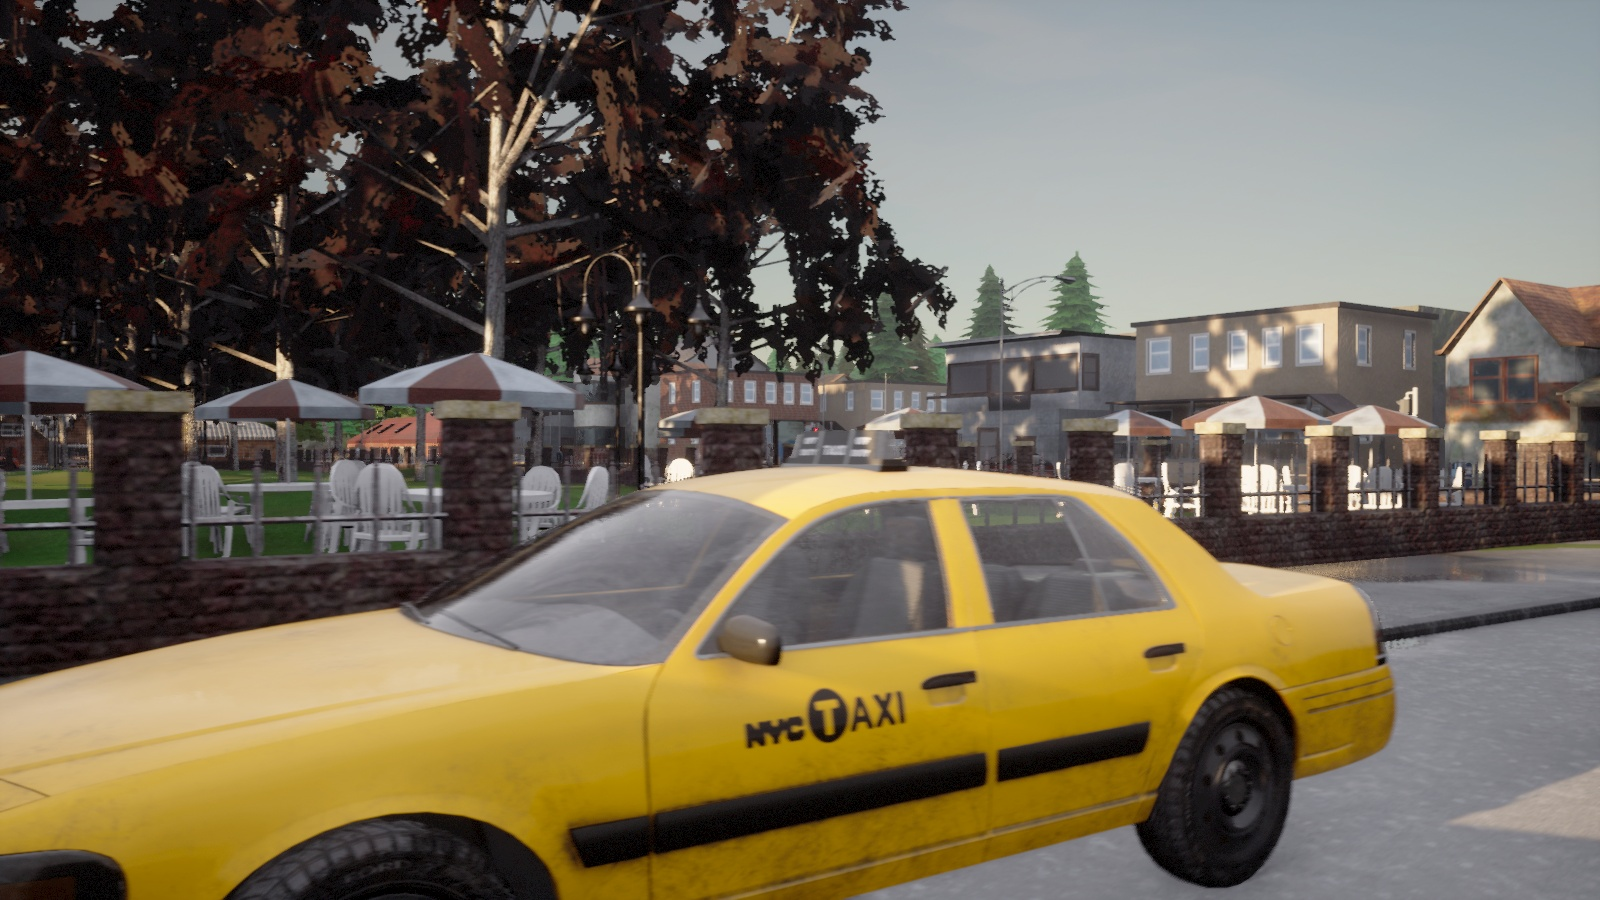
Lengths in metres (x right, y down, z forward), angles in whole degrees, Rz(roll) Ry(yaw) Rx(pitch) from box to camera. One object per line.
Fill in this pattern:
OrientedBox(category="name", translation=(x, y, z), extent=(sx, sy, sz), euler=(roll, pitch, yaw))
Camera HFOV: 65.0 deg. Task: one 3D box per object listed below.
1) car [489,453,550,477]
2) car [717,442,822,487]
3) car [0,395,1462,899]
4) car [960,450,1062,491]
OrientedBox(category="car", translation=(-18.636, 0.985, 83.176), extent=(1.801, 1.575, 5.366), euler=(0, 0, -38))
OrientedBox(category="car", translation=(-1.516, 0.668, 59.274), extent=(2.150, 2.045, 5.566), euler=(0, 0, -36))
OrientedBox(category="car", translation=(0.012, 0.698, 4.314), extent=(5.366, 1.575, 1.801), euler=(0, 0, -36))
OrientedBox(category="car", translation=(8.688, 0.813, 51.970), extent=(1.851, 1.617, 3.988), euler=(0, 0, -36))
